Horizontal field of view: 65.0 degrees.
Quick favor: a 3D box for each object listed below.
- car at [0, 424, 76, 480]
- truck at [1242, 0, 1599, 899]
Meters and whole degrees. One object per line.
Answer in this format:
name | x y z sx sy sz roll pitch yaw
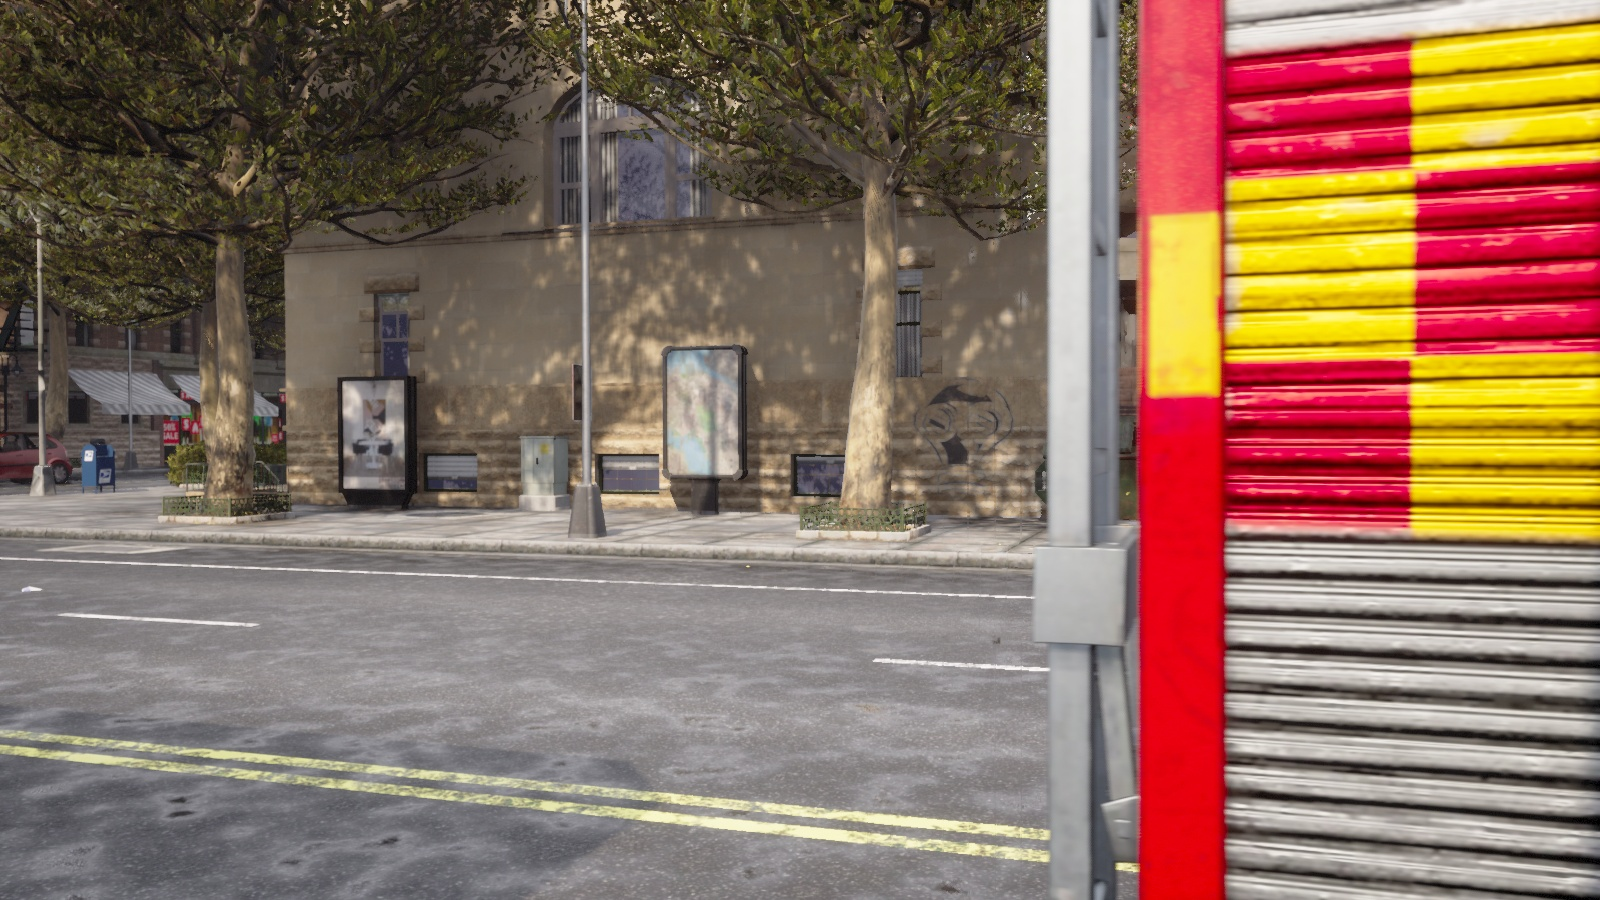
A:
car | -23.875 0.043 37.203 1.851 1.617 3.988 1 1 19
truck | 5.053 -0.344 1.483 8.468 3.827 2.891 1 1 19
